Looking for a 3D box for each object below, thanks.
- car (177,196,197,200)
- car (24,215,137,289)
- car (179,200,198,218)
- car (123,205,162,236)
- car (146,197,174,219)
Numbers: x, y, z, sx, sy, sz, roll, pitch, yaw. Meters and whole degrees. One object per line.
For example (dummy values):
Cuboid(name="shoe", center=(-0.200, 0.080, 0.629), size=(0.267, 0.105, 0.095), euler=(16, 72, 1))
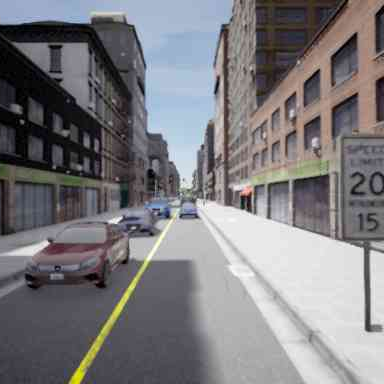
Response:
Cuboid(name="car", center=(-0.540, 1.594, 46.507), size=(2.150, 2.045, 5.566), euler=(0, -1, -1))
Cuboid(name="car", center=(-2.965, 1.610, 9.594), size=(1.812, 1.442, 4.674), euler=(0, 0, 0))
Cuboid(name="car", center=(-0.341, 1.801, 33.015), size=(2.033, 1.411, 5.357), euler=(0, 0, -1))
Cuboid(name="car", center=(-3.092, 1.723, 19.555), size=(1.994, 1.385, 4.181), euler=(0, 0, -1))
Cuboid(name="car", center=(-3.187, 1.543, 32.270), size=(2.150, 2.045, 5.566), euler=(0, 0, -1))
